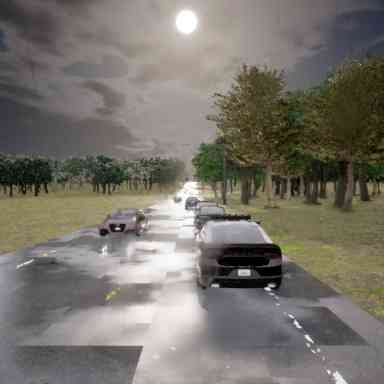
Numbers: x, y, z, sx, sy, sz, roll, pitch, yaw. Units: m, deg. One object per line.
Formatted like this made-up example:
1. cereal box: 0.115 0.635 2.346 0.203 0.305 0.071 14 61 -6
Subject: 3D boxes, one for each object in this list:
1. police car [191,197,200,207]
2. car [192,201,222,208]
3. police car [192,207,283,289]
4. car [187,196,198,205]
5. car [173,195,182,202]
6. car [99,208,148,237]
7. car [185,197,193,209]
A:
1. police car: 1.079 1.459 25.305 1.930 1.638 5.238 0 0 0
2. car: 1.071 1.496 19.194 1.882 1.535 5.008 0 0 0
3. police car: 1.060 1.428 9.302 1.930 1.638 5.238 0 0 0
4. car: 0.073 1.581 61.826 1.882 1.535 5.008 0 0 0
5. car: -3.406 1.567 79.047 2.128 1.511 4.902 0 0 0
6. car: -3.580 1.579 17.969 1.994 1.385 4.181 0 0 0
7. car: 0.092 1.446 47.176 2.097 1.767 4.553 0 0 1
